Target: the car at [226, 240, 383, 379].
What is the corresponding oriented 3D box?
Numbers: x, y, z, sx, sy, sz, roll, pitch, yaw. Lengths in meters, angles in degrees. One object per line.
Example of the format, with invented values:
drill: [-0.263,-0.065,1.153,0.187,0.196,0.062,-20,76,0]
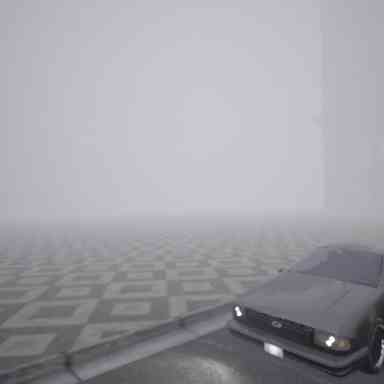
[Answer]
car: [3.024,1.629,5.990,5.357,1.411,2.033,0,-1,-41]
